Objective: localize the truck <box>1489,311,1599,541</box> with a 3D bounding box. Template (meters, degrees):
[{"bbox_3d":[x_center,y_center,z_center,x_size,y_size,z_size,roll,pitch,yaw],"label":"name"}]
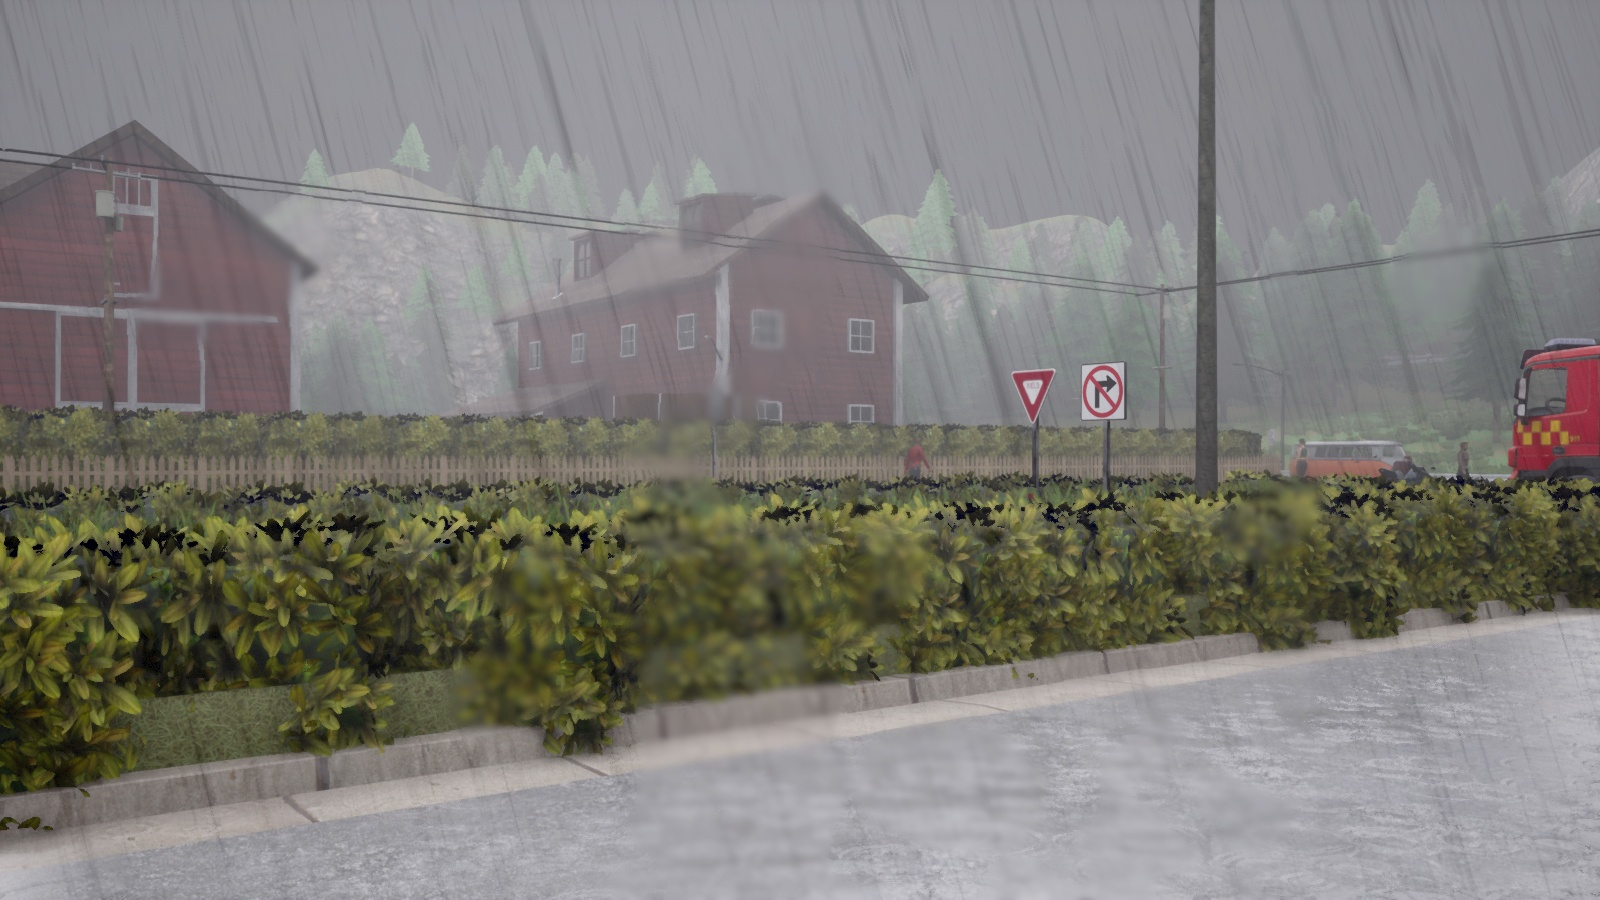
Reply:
[{"bbox_3d":[14.950,-0.404,19.452,2.891,3.827,8.468,0,0,-9],"label":"truck"}]

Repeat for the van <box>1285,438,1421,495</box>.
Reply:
[{"bbox_3d":[20.146,0.566,45.911,1.775,1.987,4.442,0,0,-26],"label":"van"}]

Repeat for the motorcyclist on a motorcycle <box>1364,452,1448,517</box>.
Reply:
[{"bbox_3d":[14.829,0.823,30.718,2.191,1.530,0.866,0,0,-35],"label":"motorcyclist on a motorcycle"}]

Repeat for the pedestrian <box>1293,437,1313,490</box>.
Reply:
[{"bbox_3d":[17.414,0.472,43.472,0.345,1.836,0.594,0,0,-21],"label":"pedestrian"}]

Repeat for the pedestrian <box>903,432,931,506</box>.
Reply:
[{"bbox_3d":[2.912,0.470,31.283,0.636,1.846,0.331,0,0,-33],"label":"pedestrian"}]

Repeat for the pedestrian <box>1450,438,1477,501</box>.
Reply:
[{"bbox_3d":[19.751,0.579,37.373,0.331,1.846,0.634,0,0,-34],"label":"pedestrian"}]
